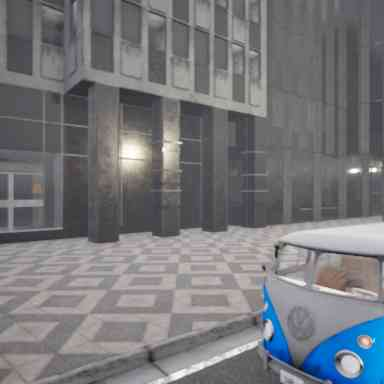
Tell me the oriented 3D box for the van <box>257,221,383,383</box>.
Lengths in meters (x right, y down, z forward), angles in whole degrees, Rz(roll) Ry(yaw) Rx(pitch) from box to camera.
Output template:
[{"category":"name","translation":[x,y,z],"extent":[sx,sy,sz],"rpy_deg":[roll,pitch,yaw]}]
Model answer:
[{"category":"van","translation":[2.654,1.342,4.547],"extent":[3.998,1.788,1.690],"rpy_deg":[0,0,-37]}]
